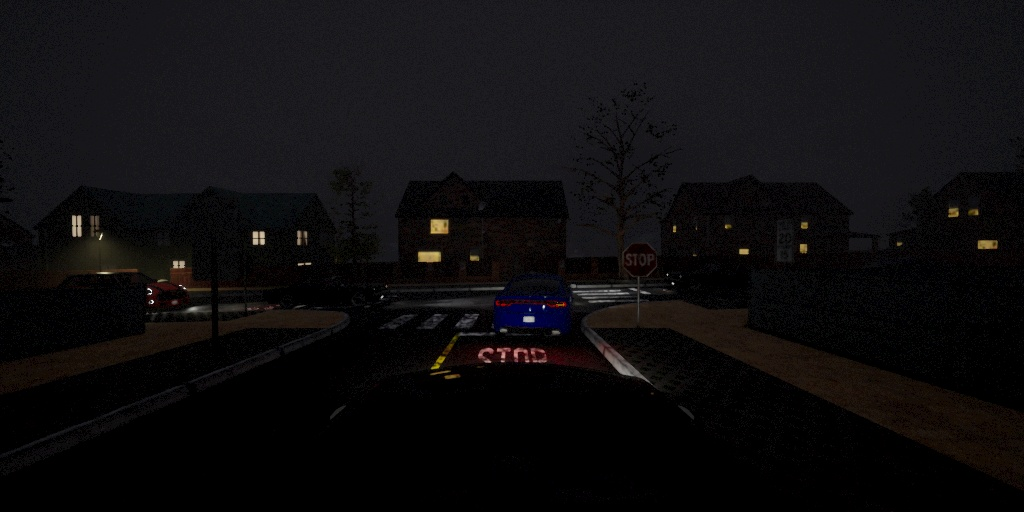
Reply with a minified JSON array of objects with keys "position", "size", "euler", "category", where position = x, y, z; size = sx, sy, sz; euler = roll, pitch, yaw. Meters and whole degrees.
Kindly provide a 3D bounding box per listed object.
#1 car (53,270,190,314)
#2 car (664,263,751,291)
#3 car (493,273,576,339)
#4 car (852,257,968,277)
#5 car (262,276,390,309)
[{"position":[-16.793,1.471,15.446],"size":[4.553,1.767,2.097],"euler":[-1,1,0],"category":"car"},{"position":[10.417,1.034,18.370],"size":[4.718,1.301,1.895],"euler":[-1,1,-1],"category":"car"},{"position":[0.790,1.226,10.239],"size":[1.882,1.535,5.008],"euler":[0,0,10],"category":"car"},{"position":[20.063,0.754,18.403],"size":[5.357,1.411,2.033],"euler":[-1,1,0],"category":"car"},{"position":[-7.806,1.506,15.450],"size":[4.718,1.301,1.895],"euler":[-1,1,0],"category":"car"}]
